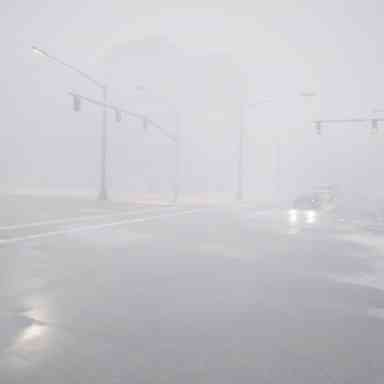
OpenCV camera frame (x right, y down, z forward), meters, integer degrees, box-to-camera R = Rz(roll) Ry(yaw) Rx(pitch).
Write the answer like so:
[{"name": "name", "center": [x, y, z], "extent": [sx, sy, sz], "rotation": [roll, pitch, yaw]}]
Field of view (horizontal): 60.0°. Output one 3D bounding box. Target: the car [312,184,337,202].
[{"name": "car", "center": [16.226, 0.094, 41.237], "extent": [2.150, 2.045, 5.566], "rotation": [3, 3, 28]}]

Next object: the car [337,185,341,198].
[{"name": "car", "center": [22.762, -0.187, 53.728], "extent": [2.150, 2.045, 5.566], "rotation": [3, 2, 28]}]

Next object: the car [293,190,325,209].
[{"name": "car", "center": [10.572, 0.726, 30.356], "extent": [1.895, 1.301, 4.718], "rotation": [3, 2, 27]}]
